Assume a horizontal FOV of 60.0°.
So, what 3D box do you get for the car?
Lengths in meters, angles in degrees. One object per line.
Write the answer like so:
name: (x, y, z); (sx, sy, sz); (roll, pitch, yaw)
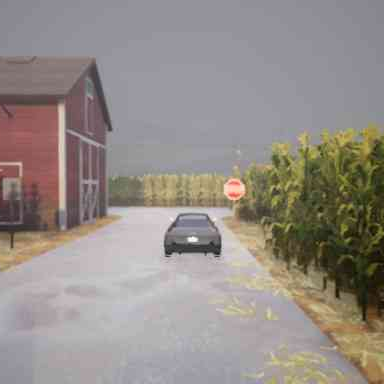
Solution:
car: (0.042, 1.460, 12.571); (1.994, 1.385, 4.181); (0, 1, 1)
